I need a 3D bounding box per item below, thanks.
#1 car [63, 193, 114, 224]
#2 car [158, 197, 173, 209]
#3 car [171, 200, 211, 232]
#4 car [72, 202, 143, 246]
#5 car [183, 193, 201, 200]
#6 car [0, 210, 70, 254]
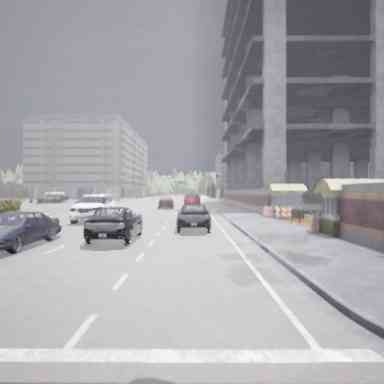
[{"bbox_3d":[-7.076,1.171,24.258,2.150,2.045,5.566,0,0,0],"label":"car"},{"bbox_3d":[-3.395,1.412,44.350,1.882,1.535,5.008,0,0,0],"label":"car"},{"bbox_3d":[0.102,1.432,19.357,2.128,1.511,4.902,0,0,0],"label":"car"},{"bbox_3d":[-3.400,1.439,15.059,2.128,1.511,4.902,0,0,0],"label":"car"},{"bbox_3d":[0.011,1.153,43.506,2.150,2.045,5.566,0,0,0],"label":"car"},{"bbox_3d":[-7.096,1.502,13.507,2.033,1.411,5.357,0,0,0],"label":"car"}]
